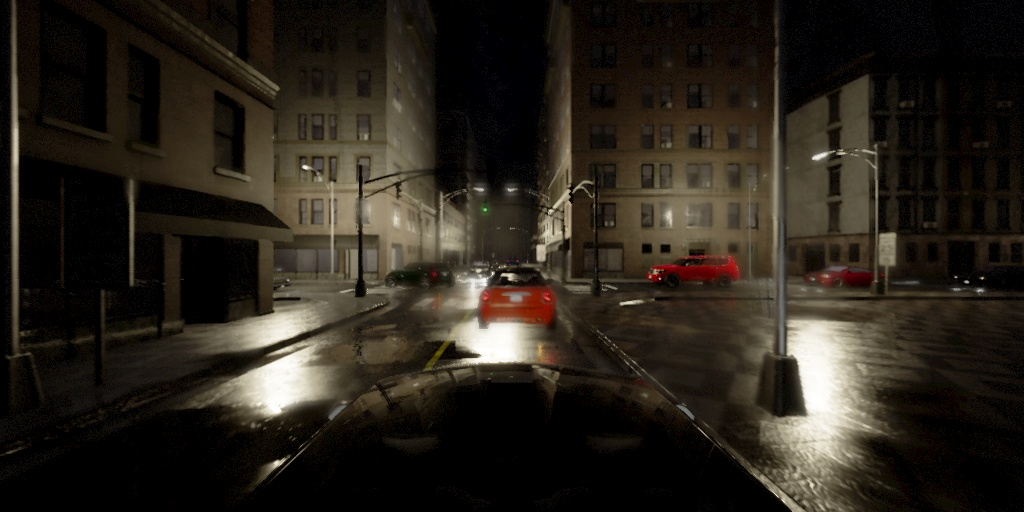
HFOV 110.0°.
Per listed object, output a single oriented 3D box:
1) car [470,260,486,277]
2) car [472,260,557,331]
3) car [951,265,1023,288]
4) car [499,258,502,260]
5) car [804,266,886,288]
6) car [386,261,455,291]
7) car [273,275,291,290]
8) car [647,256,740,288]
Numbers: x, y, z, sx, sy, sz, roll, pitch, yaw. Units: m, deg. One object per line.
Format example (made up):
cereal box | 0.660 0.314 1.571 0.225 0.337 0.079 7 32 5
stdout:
car | -3.100 1.274 36.280 2.128 1.511 4.902 0 0 0
car | 0.256 1.111 11.226 2.097 1.767 4.553 0 0 4
car | 32.713 1.326 23.728 5.357 1.411 2.033 0 0 0
car | -3.086 1.350 56.799 2.033 1.411 5.357 0 0 0
car | 21.844 1.341 23.650 4.181 1.385 1.994 0 0 0
car | -5.761 1.121 22.311 4.553 1.767 2.097 0 0 33
car | -15.570 1.314 20.187 5.357 1.411 2.033 0 0 -1
car | 11.856 0.996 23.589 5.566 2.045 2.150 0 0 0
